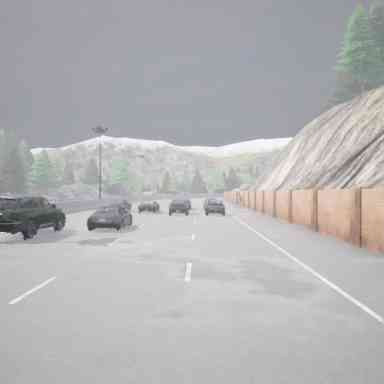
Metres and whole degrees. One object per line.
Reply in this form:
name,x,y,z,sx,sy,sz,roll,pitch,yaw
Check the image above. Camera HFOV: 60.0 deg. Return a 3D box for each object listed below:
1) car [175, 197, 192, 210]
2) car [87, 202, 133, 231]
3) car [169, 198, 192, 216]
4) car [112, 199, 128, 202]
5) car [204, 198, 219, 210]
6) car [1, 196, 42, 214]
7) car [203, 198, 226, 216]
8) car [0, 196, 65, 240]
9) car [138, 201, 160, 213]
car,-1.050,1.478,43.478,1.882,1.535,5.008,0,0,1
car,-5.015,1.563,20.751,1.994,1.385,4.181,0,0,1
car,-1.263,1.505,33.034,1.837,1.490,4.892,0,0,1
car,-8.165,1.547,37.766,2.033,1.411,5.357,0,0,1
car,2.446,1.526,43.277,1.812,1.442,4.674,0,0,1
car,-18.785,1.359,36.907,2.097,1.767,4.553,0,0,1
car,2.234,1.491,32.831,2.128,1.511,4.902,0,0,1
car,-8.587,1.220,17.271,2.150,2.045,5.566,0,0,1
car,-4.681,1.601,36.997,1.895,1.301,4.718,0,0,1
